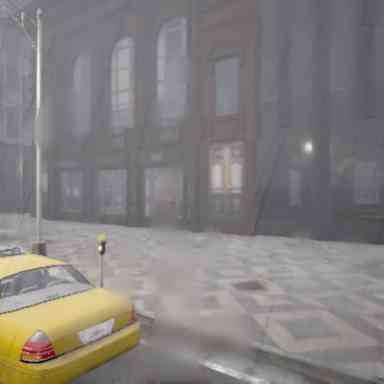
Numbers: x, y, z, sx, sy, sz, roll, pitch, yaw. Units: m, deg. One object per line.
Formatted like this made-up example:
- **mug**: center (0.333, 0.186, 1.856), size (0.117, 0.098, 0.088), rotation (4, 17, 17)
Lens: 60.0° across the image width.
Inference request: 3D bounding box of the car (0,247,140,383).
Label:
- **car**: center (-2.945, 1.527, 5.067), size (4.829, 1.417, 1.752), rotation (0, 0, 36)
